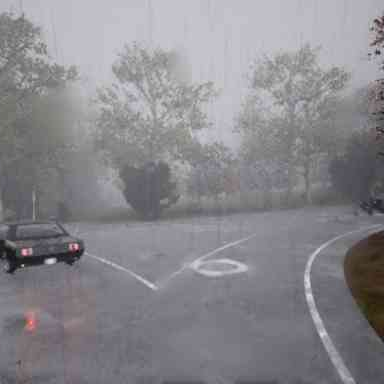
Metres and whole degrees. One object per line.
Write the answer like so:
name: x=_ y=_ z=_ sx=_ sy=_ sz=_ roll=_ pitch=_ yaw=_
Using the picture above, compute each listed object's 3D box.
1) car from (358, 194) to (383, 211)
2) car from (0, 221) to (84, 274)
car: x=16.513 y=0.825 z=28.332 sx=4.718 sy=1.301 sz=1.895 roll=-4 pitch=2 yaw=-21
car: x=-5.235 y=1.566 z=10.634 sx=1.895 sy=1.301 sz=4.718 roll=0 pitch=0 yaw=-40
